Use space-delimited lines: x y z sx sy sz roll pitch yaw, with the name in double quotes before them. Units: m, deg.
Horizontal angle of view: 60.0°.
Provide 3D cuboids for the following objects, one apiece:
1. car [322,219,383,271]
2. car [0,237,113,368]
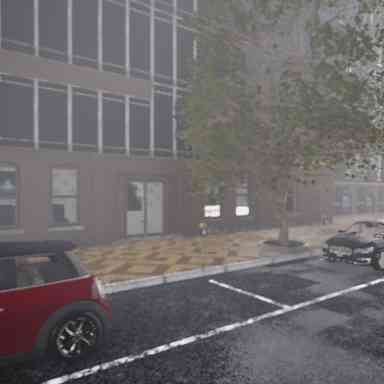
"car" 6.035 1.580 10.860 4.403 1.369 2.008 0 0 -35
"car" -3.237 1.440 4.253 4.097 1.590 1.967 0 0 -35
